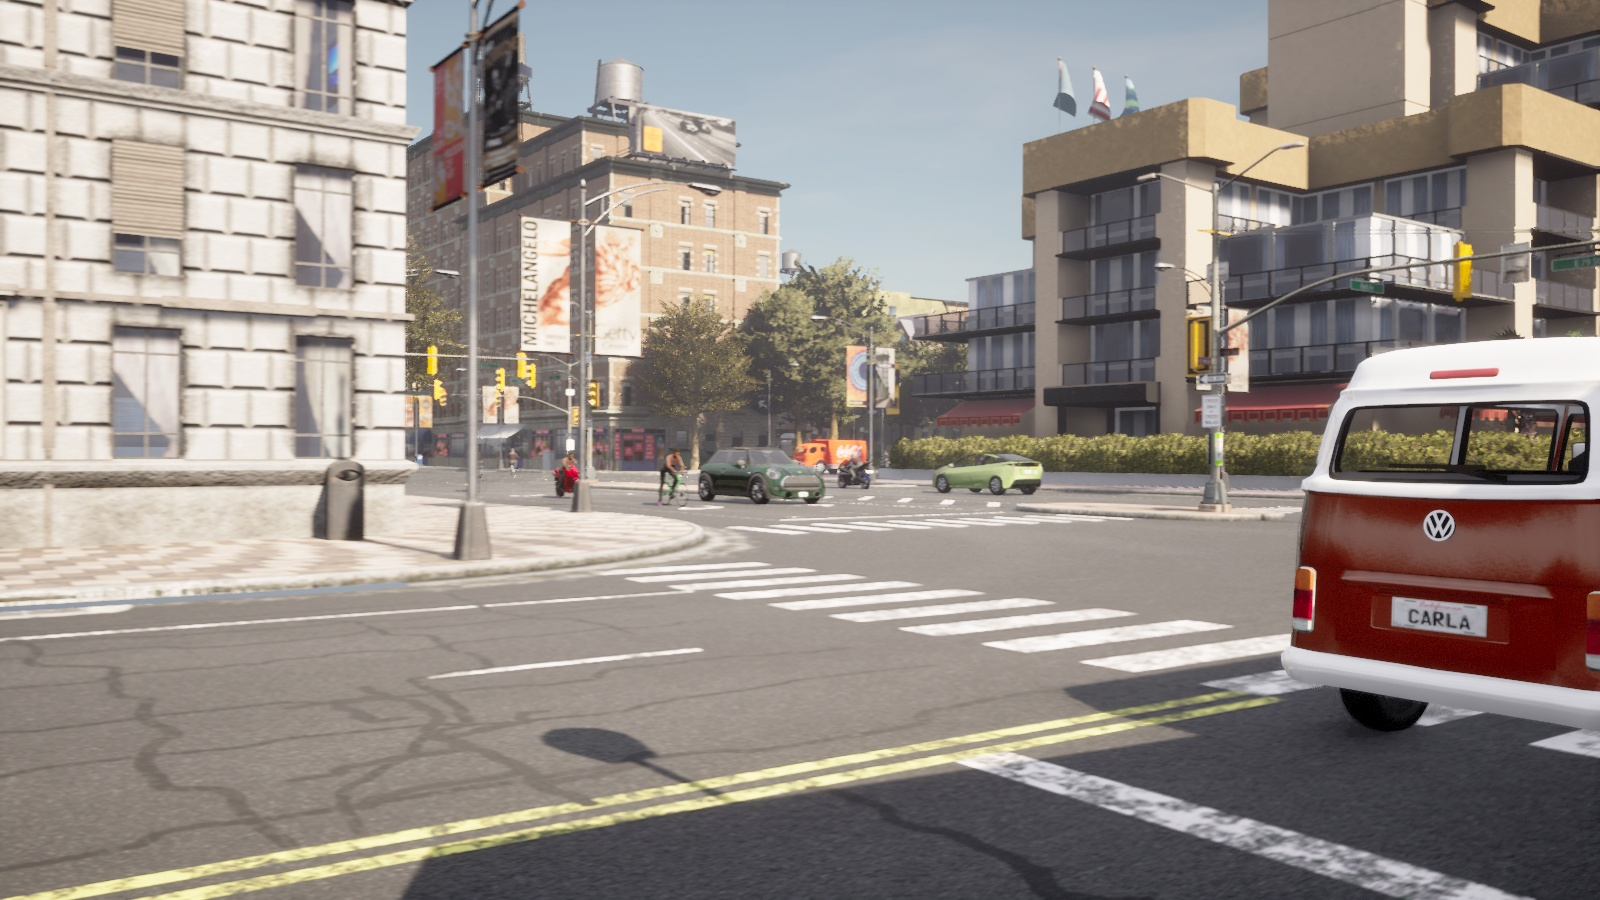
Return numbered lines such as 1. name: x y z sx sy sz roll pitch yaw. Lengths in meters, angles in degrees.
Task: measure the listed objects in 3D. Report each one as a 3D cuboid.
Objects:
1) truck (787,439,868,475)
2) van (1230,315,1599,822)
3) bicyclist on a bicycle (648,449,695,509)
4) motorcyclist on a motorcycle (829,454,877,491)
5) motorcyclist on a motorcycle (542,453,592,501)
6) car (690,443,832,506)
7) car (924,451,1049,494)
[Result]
1. truck: 1.983 0.490 89.250 5.204 2.467 2.627 0 0 -36
2. van: 4.647 0.478 6.894 4.480 2.038 2.069 0 0 -35
3. bicyclist on a bicycle: -3.613 0.797 35.163 0.582 1.620 1.656 0 0 -35
4. motorcyclist on a motorcycle: 2.211 0.915 52.889 0.866 1.530 2.191 0 0 -35
5. motorcyclist on a motorcycle: -7.561 0.848 40.735 0.797 1.523 2.044 0 0 -35
6. car: -1.246 0.705 37.877 2.097 1.767 4.553 0 0 -35
7. car: 6.828 0.801 46.372 2.007 1.525 4.514 0 0 -35
